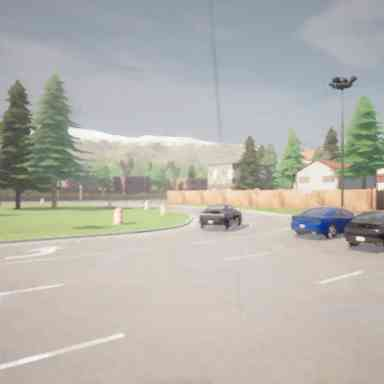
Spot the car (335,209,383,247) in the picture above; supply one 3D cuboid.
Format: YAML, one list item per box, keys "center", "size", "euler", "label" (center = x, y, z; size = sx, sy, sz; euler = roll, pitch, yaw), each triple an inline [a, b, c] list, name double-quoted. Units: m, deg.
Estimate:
- center: [8.373, 1.543, 14.033]
  size: [4.892, 1.490, 1.837]
  euler: [0, 0, -35]
  label: "car"

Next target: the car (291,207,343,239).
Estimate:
- center: [7.381, 1.519, 17.622]
  size: [5.008, 1.535, 1.882]
  euler: [0, 0, -35]
  label: "car"

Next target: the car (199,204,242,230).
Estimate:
- center: [1.935, 1.528, 21.527]
  size: [2.128, 1.511, 4.902]
  euler: [1, 0, 21]
  label: "car"
